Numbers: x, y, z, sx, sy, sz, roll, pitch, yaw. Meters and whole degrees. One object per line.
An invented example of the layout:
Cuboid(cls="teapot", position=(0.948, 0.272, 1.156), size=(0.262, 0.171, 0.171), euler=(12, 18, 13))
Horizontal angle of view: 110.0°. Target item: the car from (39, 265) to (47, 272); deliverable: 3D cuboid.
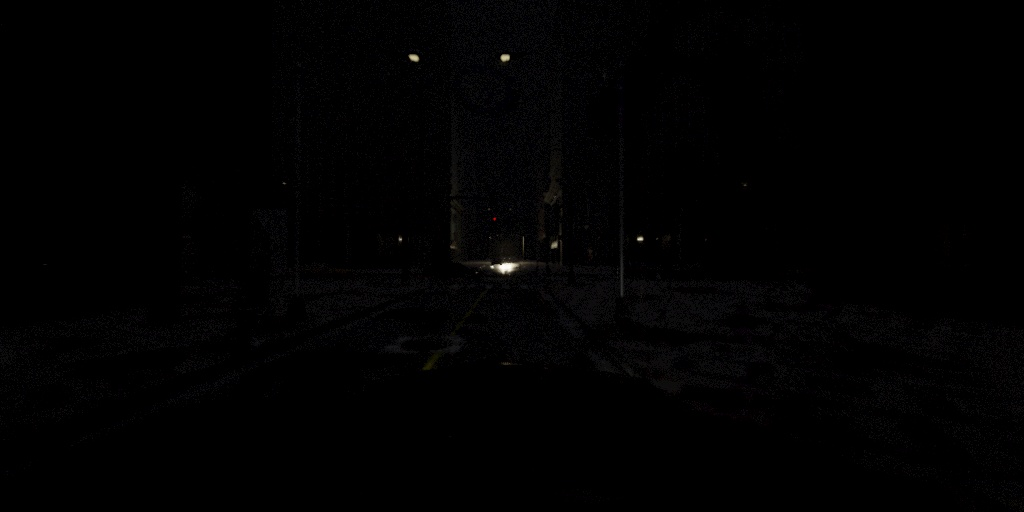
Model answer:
Cuboid(cls="car", position=(-42.251, 1.119, 30.603), size=(4.892, 1.490, 1.837), euler=(0, -1, 0))

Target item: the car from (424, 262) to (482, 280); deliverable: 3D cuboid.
Cuboid(cls="car", position=(-5.039, 1.305, 30.707), size=(4.892, 1.490, 1.837), euler=(1, 0, 0))

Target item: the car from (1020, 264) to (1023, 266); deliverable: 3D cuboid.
Cuboid(cls="car", position=(40.672, 1.291, 28.097), size=(4.097, 1.591, 1.967), euler=(0, 0, 0))

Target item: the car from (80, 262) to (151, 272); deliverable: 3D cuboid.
Cuboid(cls="car", position=(-30.659, 1.168, 27.869), size=(4.313, 1.339, 1.948), euler=(0, 0, 0))

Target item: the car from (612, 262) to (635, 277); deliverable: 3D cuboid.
Cuboid(cls="car", position=(12.333, 1.272, 36.531), size=(4.097, 1.591, 1.967), euler=(0, 0, 0))

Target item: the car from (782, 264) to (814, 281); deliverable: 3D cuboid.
Cuboid(cls="car", position=(23.837, 1.282, 28.044), size=(4.829, 1.417, 1.751), euler=(0, 0, 0))

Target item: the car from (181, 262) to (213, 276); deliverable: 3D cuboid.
Cuboid(cls="car", position=(-30.955, 1.267, 36.392), size=(4.507, 1.381, 1.888), euler=(0, 0, 0))

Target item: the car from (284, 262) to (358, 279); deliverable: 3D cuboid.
Cuboid(cls="car", position=(-14.589, 1.159, 27.921), size=(4.829, 1.417, 1.751), euler=(0, 0, 0))

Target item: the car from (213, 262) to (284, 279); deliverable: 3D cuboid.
Cuboid(cls="car", position=(-20.059, 1.167, 27.903), size=(4.507, 1.381, 1.888), euler=(0, 0, 0))

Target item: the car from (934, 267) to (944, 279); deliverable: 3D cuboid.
Cuboid(cls="car", position=(40.675, 1.411, 36.622), size=(4.097, 1.591, 1.967), euler=(0, 0, 0))

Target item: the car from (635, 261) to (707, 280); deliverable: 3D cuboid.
Cuboid(cls="car", position=(12.330, 1.262, 28.007), size=(4.403, 1.370, 2.007), euler=(0, 0, 0))

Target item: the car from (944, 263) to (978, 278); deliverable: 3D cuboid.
Cuboid(cls="car", position=(42.957, 1.426, 33.915), size=(5.008, 1.535, 1.882), euler=(1, -1, 0))

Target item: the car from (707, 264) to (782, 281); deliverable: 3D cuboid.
Cuboid(cls="car", position=(18.000, 1.298, 28.025), size=(4.313, 1.339, 1.948), euler=(0, 0, 0))
